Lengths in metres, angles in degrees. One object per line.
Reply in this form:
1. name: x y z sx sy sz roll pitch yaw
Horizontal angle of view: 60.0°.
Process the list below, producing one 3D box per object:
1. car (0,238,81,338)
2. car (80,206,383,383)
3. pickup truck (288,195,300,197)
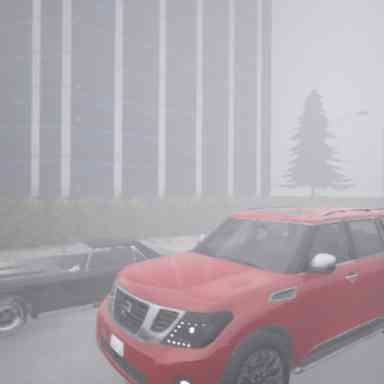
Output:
1. car: -2.143 1.621 6.761 4.718 1.301 1.895 1 0 -36
2. car: 1.478 1.260 5.047 5.566 2.045 2.150 1 -1 -36
3. pickup truck: 22.566 1.607 73.537 2.390 2.098 6.274 0 0 -6
